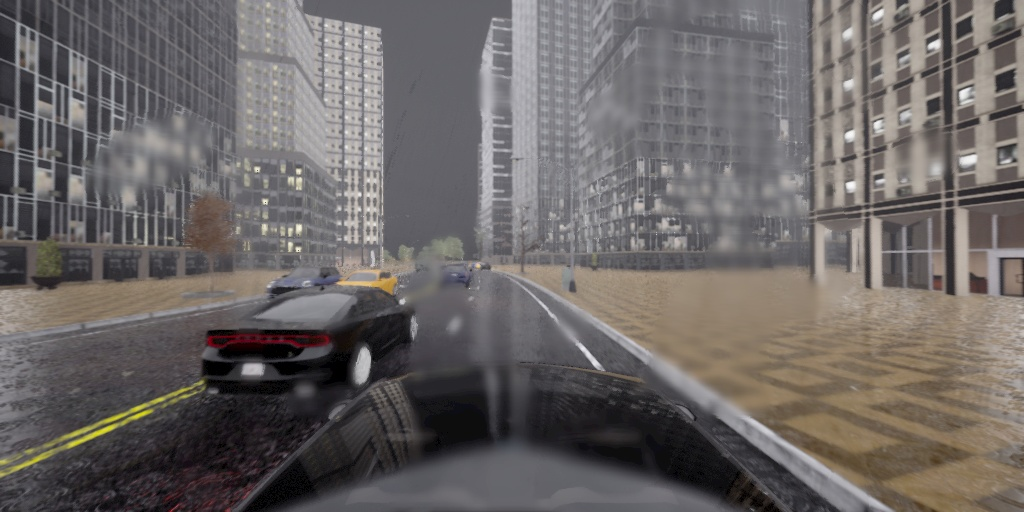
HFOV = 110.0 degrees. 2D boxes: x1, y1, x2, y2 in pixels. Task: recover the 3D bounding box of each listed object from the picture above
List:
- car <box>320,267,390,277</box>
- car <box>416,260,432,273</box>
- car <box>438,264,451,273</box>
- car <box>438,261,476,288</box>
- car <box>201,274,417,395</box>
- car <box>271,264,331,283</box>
[{"bbox_3d":[-6.980,1.415,17.354,1.882,1.535,5.008,0,-1,-3],"label":"car"},{"bbox_3d":[-14.283,1.630,58.362,2.150,2.045,5.566,0,-1,-8],"label":"car"},{"bbox_3d":[-11.086,2.011,59.032,1.895,1.301,4.718,0,-1,-8],"label":"car"},{"bbox_3d":[-4.092,1.391,27.149,2.097,1.767,4.553,0,-1,-4],"label":"car"},{"bbox_3d":[-3.234,1.292,6.924,1.882,1.535,5.008,0,-1,-1],"label":"car"},{"bbox_3d":[-10.277,1.306,18.256,2.097,1.767,4.553,0,-1,-3],"label":"car"}]
